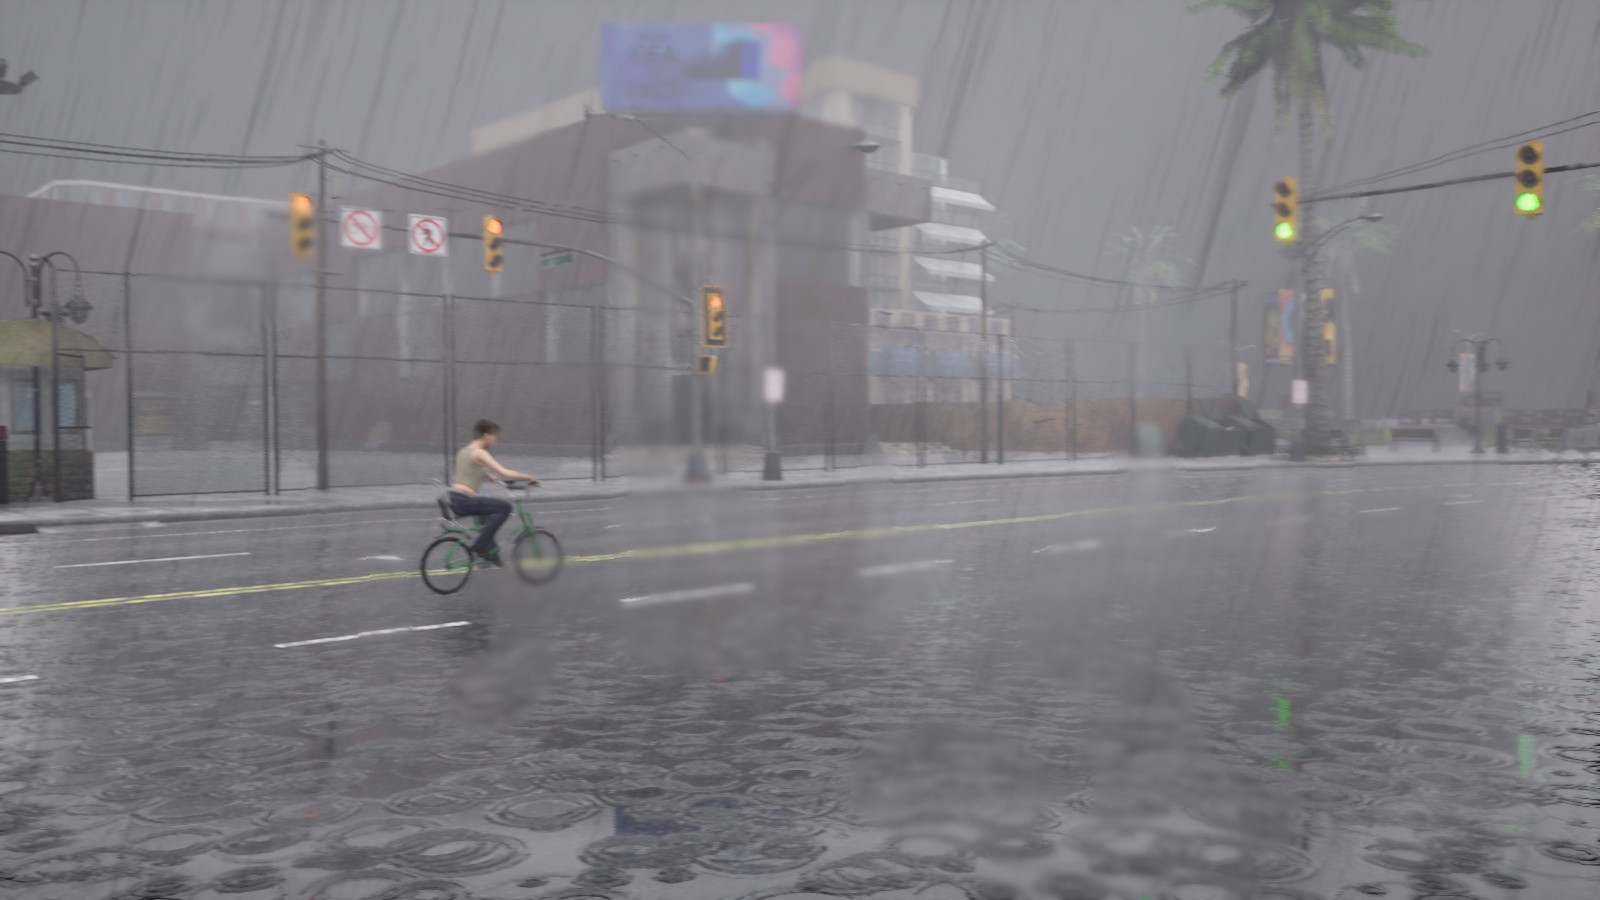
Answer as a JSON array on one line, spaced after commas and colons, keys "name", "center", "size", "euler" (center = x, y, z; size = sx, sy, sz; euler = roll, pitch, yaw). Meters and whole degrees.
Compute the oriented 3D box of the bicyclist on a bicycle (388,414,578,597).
[{"name": "bicyclist on a bicycle", "center": [-2.984, 0.473, 11.879], "size": [1.509, 1.612, 0.866], "euler": [-1, 2, -43]}]
